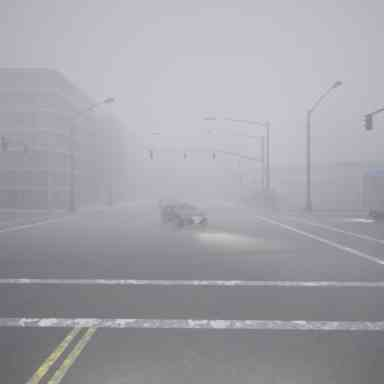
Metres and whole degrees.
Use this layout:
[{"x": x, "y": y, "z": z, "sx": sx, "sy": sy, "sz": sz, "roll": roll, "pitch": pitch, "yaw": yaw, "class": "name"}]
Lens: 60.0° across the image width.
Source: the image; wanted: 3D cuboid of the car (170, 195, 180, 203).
[{"x": -3.454, "y": 1.474, "z": 69.637, "sx": 1.882, "sy": 1.535, "sz": 5.008, "roll": 0, "pitch": 0, "yaw": 0, "class": "car"}]

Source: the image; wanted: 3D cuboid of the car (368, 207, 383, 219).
[{"x": 16.420, "y": 1.563, "z": 26.479, "sx": 4.181, "sy": 1.385, "sz": 1.994, "roll": 0, "pitch": 0, "yaw": 0, "class": "car"}]

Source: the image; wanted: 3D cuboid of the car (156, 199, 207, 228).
[{"x": -0.685, "y": 1.464, "z": 21.877, "sx": 2.128, "sy": 1.511, "sz": 4.902, "roll": 0, "pitch": 0, "yaw": -24, "class": "car"}]

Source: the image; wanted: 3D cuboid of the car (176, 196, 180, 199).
[{"x": -3.549, "y": 1.561, "z": 56.503, "sx": 1.994, "sy": 1.385, "sz": 4.181, "roll": 0, "pitch": 0, "yaw": 0, "class": "car"}]

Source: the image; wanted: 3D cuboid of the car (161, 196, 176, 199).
[{"x": -3.565, "y": 1.545, "z": 44.159, "sx": 2.033, "sy": 1.411, "sz": 5.357, "roll": 0, "pitch": 0, "yaw": 0, "class": "car"}]
